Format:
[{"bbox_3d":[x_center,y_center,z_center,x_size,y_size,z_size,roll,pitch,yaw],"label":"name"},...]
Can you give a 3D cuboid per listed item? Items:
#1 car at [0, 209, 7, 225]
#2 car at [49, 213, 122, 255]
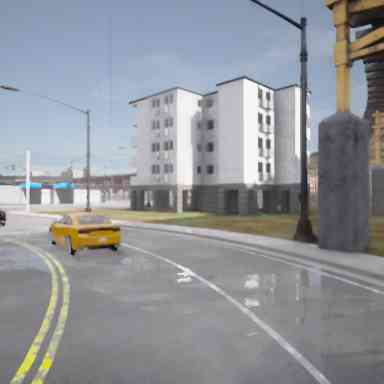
[{"bbox_3d":[-15.717,1.725,25.167,5.008,1.535,1.882,0,-1,43],"label":"car"},{"bbox_3d":[-4.712,1.619,14.272,1.882,1.535,5.008,1,0,-35],"label":"car"}]
